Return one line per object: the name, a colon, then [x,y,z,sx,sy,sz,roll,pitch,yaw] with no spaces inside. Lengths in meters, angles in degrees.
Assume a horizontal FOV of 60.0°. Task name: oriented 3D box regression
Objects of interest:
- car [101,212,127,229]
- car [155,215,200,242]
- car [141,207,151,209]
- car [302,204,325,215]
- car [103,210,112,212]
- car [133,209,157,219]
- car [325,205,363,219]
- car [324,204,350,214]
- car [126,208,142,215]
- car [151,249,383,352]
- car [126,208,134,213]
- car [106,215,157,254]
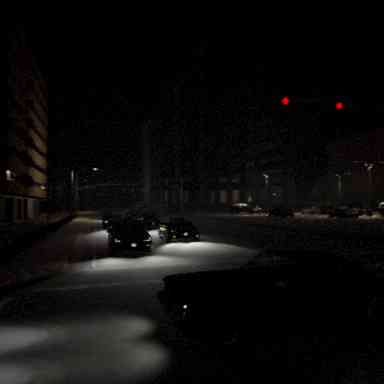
car: [-7.829,2.918,32.997,1.895,1.301,4.718,0,-2,-16]
car: [-0.912,2.381,21.591,1.994,1.385,4.181,0,-2,-16]
car: [-10.774,4.666,81.606,1.812,1.442,4.674,0,-2,-16]
car: [21.786,3.392,60.751,1.970,1.475,3.806,0,-2,-16]
car: [-13.048,3.614,51.507,1.837,1.490,4.892,0,-2,-16]
car: [-4.248,2.775,33.196,2.128,1.511,4.902,0,-2,-16]
car: [20.353,2.815,44.659,1.970,1.475,3.806,0,-2,-16]
car: [27.136,3.145,62.330,1.932,1.855,4.605,0,-2,-16]
car: [-9.117,3.500,50.432,1.812,1.442,4.674,0,-2,-16]
car: [1.753,1.825,6.352,4.718,1.301,1.895,0,-2,-16]
car: [-16.892,4.975,90.254,1.812,1.442,4.674,0,-2,-16]
car: [-3.229,2.178,16.984,1.837,1.490,4.892,0,-2,-16]
